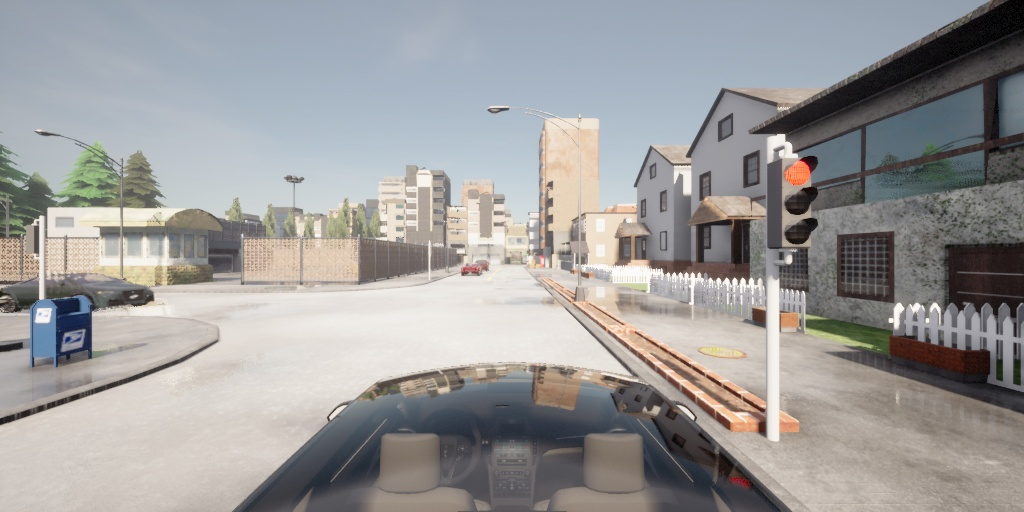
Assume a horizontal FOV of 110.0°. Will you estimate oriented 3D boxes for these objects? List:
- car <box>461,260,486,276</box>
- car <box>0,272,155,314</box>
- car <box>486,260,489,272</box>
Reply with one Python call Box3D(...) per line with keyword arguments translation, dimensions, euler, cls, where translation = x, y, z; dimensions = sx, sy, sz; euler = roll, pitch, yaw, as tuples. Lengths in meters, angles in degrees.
Box3D(translation=(-4.106, 1.351, 37.220), dimensions=(1.895, 1.301, 4.718), euler=(0, 0, 0), cls="car")
Box3D(translation=(-15.962, 1.314, 13.246), dimensions=(4.181, 1.385, 1.994), euler=(0, 0, 0), cls="car")
Box3D(translation=(-4.093, 1.228, 47.726), dimensions=(1.882, 1.535, 5.008), euler=(0, 0, 0), cls="car")
